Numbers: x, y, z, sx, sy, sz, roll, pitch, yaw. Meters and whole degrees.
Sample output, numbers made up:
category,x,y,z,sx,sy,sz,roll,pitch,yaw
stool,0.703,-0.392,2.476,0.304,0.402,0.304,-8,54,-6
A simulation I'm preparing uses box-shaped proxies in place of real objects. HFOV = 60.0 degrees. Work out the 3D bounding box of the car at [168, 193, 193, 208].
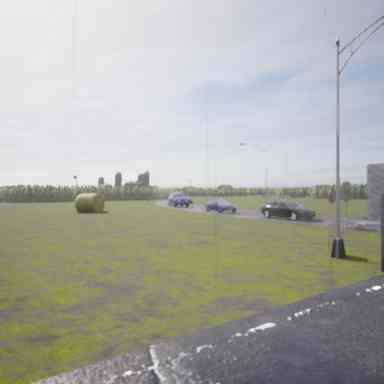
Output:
category,x,y,z,sx,sy,sz,roll,pitch,yaw
car,-2.019,1.183,49.291,2.150,2.045,5.566,-1,0,-17

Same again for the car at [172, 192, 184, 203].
category,x,y,z,sx,sy,sz,roll,pitch,yaw
car,-2.838,1.139,67.053,2.150,2.045,5.566,-1,0,-6

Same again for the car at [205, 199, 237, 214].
category,x,y,z,sx,sy,sz,roll,pitch,yaw
car,3.007,1.483,35.999,1.812,1.442,4.674,-1,0,-24

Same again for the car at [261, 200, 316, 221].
category,x,y,z,sx,sy,sz,roll,pitch,yaw
car,7.710,1.444,26.957,1.837,1.490,4.892,-1,0,-31

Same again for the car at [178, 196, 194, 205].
category,x,y,z,sx,sy,sz,roll,pitch,yaw
car,-1.076,1.446,56.878,1.812,1.442,4.674,-1,0,-12
